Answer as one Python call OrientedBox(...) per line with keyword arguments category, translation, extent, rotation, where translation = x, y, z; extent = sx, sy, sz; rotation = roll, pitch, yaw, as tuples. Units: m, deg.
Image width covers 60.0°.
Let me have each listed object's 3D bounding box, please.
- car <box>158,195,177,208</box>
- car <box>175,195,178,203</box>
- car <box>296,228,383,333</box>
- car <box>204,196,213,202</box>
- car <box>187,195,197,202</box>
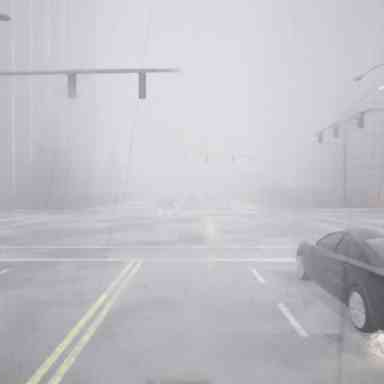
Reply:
OrientedBox(category="car", translation=(-3.581, 1.495, 46.148), extent=(1.895, 1.301, 4.718), rotation=(0, 0, 0))
OrientedBox(category="car", translation=(-3.535, 1.362, 61.932), extent=(1.837, 1.490, 4.892), rotation=(0, 0, 1))
OrientedBox(category="car", translation=(3.610, 1.462, 6.758), extent=(1.882, 1.535, 5.008), rotation=(0, 0, 1))
OrientedBox(category="car", translation=(3.494, 1.408, 71.821), extent=(1.895, 1.301, 4.718), rotation=(0, 0, 0))
OrientedBox(category="car", translation=(-0.006, 1.365, 71.791), extent=(1.994, 1.385, 4.181), rotation=(0, 0, 0))
